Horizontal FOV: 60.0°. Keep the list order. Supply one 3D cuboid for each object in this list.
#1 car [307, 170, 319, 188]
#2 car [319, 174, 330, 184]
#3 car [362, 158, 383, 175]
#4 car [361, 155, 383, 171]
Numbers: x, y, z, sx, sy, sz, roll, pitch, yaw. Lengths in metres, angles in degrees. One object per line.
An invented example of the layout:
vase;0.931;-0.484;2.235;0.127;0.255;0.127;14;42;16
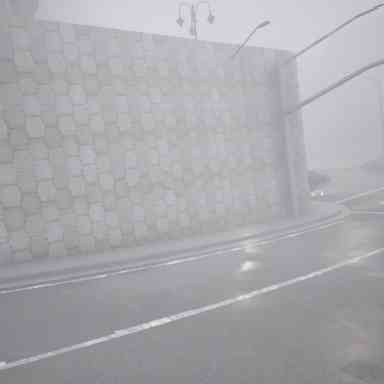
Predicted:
car;8.047;-0.738;29.591;2.033;1.411;5.357;-11;7;-35
car;10.716;-1.344;31.798;1.837;1.490;4.892;-11;6;-34
car;19.392;-2.403;31.861;1.895;1.301;4.718;-11;7;-35
car;20.718;-3.212;35.900;2.097;1.767;4.553;-11;7;-35
